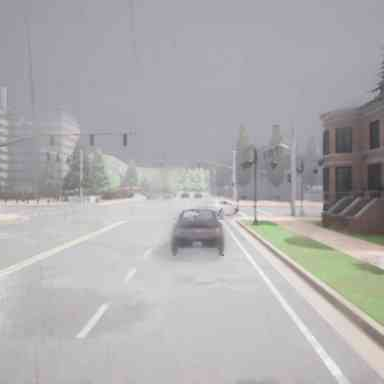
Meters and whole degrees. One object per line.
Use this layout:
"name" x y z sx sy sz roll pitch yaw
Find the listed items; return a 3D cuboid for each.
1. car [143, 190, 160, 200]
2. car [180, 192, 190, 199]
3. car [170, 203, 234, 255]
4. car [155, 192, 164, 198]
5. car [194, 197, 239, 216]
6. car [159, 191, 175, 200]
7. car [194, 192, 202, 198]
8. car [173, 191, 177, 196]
"car" -9.144 0.881 75.700 2.097 1.767 4.553 0 0 1
"car" -1.938 0.944 86.734 1.837 1.490 4.892 0 0 1
"car" 0.239 1.411 12.875 2.128 1.511 4.902 0 0 2
"car" -8.854 0.890 91.377 1.882 1.535 5.008 0 0 1
"car" 2.266 1.348 28.136 1.812 1.442 4.674 -1 0 33
"car" -5.646 1.122 75.572 1.895 1.301 4.718 0 0 1
"car" 1.561 0.922 86.669 1.882 1.535 5.008 0 0 1
"car" -5.355 0.638 91.280 2.150 2.045 5.566 0 0 1
